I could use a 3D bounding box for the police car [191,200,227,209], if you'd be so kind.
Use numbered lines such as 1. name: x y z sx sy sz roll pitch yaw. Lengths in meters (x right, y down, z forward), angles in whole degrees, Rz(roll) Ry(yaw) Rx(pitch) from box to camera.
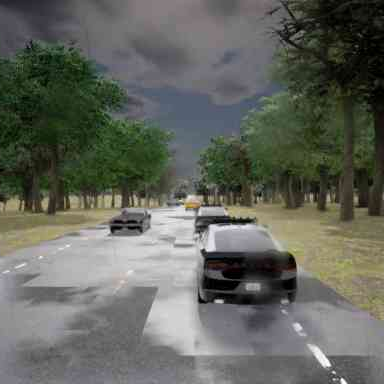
1. police car: 1.071 1.474 18.326 1.930 1.638 5.238 0 0 0

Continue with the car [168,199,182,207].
1. car: -3.482 2.103 62.968 1.837 1.490 4.892 0 -1 1

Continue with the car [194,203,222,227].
1. car: 1.078 1.607 24.216 1.812 1.442 4.674 0 0 0

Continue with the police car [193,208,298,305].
1. police car: 1.059 1.436 8.323 1.930 1.638 5.238 0 0 0

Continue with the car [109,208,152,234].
1. car: -3.577 1.658 19.958 1.895 1.301 4.718 0 0 0

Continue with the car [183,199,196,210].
1. car: 0.097 1.737 46.252 1.882 1.535 5.008 0 -1 1

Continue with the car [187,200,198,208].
1. car: 0.070 2.145 60.743 1.895 1.301 4.718 0 -1 0
